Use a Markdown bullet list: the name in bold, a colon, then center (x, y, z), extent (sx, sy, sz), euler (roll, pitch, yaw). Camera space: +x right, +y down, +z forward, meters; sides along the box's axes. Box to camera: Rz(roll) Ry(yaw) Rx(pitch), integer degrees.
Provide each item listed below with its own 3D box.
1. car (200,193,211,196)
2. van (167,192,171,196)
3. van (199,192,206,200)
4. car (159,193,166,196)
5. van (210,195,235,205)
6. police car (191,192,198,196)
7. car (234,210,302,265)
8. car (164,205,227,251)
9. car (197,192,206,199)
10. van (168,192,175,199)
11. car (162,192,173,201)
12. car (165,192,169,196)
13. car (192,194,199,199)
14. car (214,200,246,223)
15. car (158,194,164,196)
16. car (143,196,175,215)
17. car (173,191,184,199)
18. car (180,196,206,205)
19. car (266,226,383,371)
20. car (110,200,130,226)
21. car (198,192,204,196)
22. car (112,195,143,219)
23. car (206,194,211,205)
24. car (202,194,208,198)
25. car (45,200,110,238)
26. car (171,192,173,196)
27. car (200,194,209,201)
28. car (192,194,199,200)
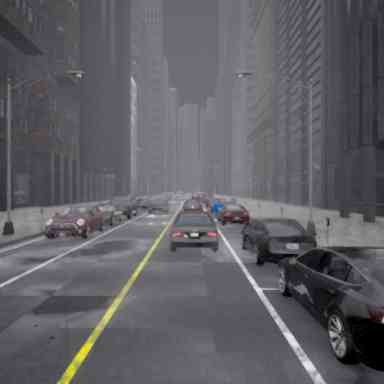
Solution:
- **car**: center (2.716, 1.358, 56.092), extent (1.802, 1.307, 4.206), euler (0, 0, 0)
- **van**: center (-5.819, 1.078, 67.290), extent (1.690, 1.788, 3.998), euler (0, 0, 0)
- **van**: center (2.692, 1.022, 84.137), extent (1.690, 1.788, 3.998), euler (0, 0, 0)
- **car**: center (-5.809, 1.357, 56.072), extent (1.802, 1.307, 4.206), euler (0, 0, 0)
- **van**: center (2.740, 1.223, 28.046), extent (1.690, 1.788, 3.998), euler (0, 0, 0)
- **police car**: center (0.838, 1.141, 73.589), extent (1.930, 1.638, 5.238), euler (0, 0, 0)
- **car**: center (2.754, 1.517, 11.220), extent (1.947, 1.339, 4.313), euler (0, 0, 0)
- **car**: center (0.084, 1.488, 13.772), extent (2.033, 1.411, 5.357), euler (0, 0, 0)
- **car**: center (2.683, 0.959, 95.355), extent (2.192, 1.841, 5.009), euler (0, 0, 0)
- **van**: center (-5.842, 0.985, 95.337), extent (1.690, 1.788, 3.998), euler (0, 0, 0)
- **car**: center (-5.828, 1.014, 78.509), extent (2.192, 1.841, 5.009), euler (0, 0, 0)
- **car**: center (-5.814, 1.282, 61.511), extent (1.752, 1.417, 4.829), euler (0, 0, 0)
- **car**: center (0.825, 1.189, 89.479), extent (1.812, 1.442, 4.674), euler (0, 0, 0)
- **car**: center (2.745, 1.449, 22.438), extent (1.887, 1.381, 4.507), euler (0, 0, 0)
- **car**: center (-5.804, 1.346, 50.462), extent (2.008, 1.369, 4.403), euler (0, 0, 0)
- **car**: center (-3.127, 1.410, 32.615), extent (2.033, 1.411, 5.357), euler (0, 0, 0)
- **car**: center (-3.062, 0.858, 73.506), extent (2.150, 2.045, 5.566), euler (0, 0, 0)
- **car**: center (0.069, 1.420, 34.264), extent (1.994, 1.385, 4.181), euler (0, 0, 0)
- **car**: center (2.759, 1.541, 5.610), extent (1.947, 1.339, 4.313), euler (0, 0, 0)
- **car**: center (-5.781, 1.455, 22.415), extent (2.008, 1.369, 4.403), euler (0, 0, 0)
- **car**: center (2.711, 1.071, 61.700), extent (2.192, 1.841, 5.009), euler (0, 0, 0)
- **car**: center (-5.785, 1.196, 28.024), extent (2.192, 1.841, 5.009), euler (0, 0, 0)
- **car**: center (2.735, 1.299, 33.655), extent (1.967, 1.590, 4.097), euler (0, 0, 0)
- **car**: center (2.726, 1.382, 44.874), extent (1.947, 1.339, 4.313), euler (0, 0, 0)
- **car**: center (-5.776, 1.367, 16.806), extent (1.967, 1.590, 4.097), euler (0, 0, 0)
- **car**: center (-5.823, 1.158, 72.900), extent (1.967, 1.590, 4.097), euler (0, 0, 0)
- **car**: center (2.702, 1.243, 73.089), extent (1.752, 1.417, 4.829), euler (0, 0, 0)
- **car**: center (0.830, 1.209, 83.479), extent (1.812, 1.442, 4.674), euler (0, 0, 0)
